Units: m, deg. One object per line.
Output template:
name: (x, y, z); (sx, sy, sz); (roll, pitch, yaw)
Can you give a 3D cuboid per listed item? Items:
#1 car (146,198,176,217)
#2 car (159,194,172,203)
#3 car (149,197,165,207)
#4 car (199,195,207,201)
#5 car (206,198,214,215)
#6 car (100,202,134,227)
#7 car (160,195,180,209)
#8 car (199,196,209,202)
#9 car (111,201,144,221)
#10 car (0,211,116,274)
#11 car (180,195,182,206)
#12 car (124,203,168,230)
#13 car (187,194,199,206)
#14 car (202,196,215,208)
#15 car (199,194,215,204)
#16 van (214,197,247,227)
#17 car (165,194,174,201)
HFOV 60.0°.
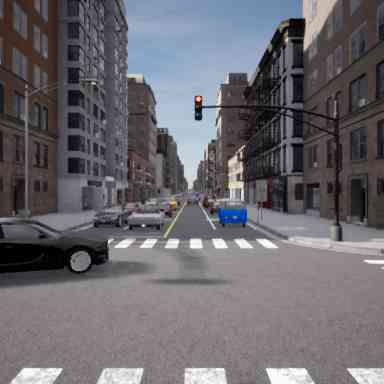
car: (-2.823, 1.558, 31.128); (1.994, 1.385, 4.181); (0, 0, 0)
car: (-5.333, 1.282, 67.902); (2.192, 1.841, 5.009); (0, 0, 0)
car: (-5.347, 1.548, 50.858); (1.947, 1.339, 4.313); (0, 0, 0)
car: (2.706, 1.518, 84.944); (1.947, 1.339, 4.313); (0, 0, 0)
car: (2.664, 1.575, 33.812); (1.802, 1.307, 4.206); (0, 0, 0)
car: (-5.370, 1.546, 22.448); (2.008, 1.369, 4.403); (0, 0, 0)
car: (-2.807, 1.467, 41.257); (1.882, 1.535, 5.008); (0, 0, 0)
car: (2.696, 1.513, 73.582); (2.008, 1.369, 4.403); (0, 0, 0)
car: (-5.365, 1.539, 28.130); (1.887, 1.381, 4.507); (0, 0, 0)
car: (-4.869, 1.456, 9.208); (5.008, 1.535, 1.882); (1, 0, -23)
car: (-2.750, 1.582, 52.583); (1.895, 1.301, 4.718); (0, 0, 1)
car: (-2.803, 1.597, 21.155); (1.895, 1.301, 4.718); (0, 0, -1)
car: (0.149, 1.470, 55.347); (2.128, 1.511, 4.902); (0, 0, 0)
car: (2.674, 1.569, 45.175); (1.802, 1.307, 4.206); (0, 0, 0)
car: (2.678, 1.297, 50.857); (2.192, 1.841, 5.009); (0, 0, 0)
van: (2.655, 1.336, 22.450); (1.690, 1.788, 3.998); (0, 0, 0)
car: (-5.324, 1.397, 79.266); (1.967, 1.590, 4.097); (0, 0, 0)
